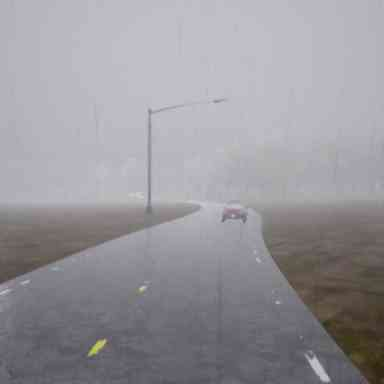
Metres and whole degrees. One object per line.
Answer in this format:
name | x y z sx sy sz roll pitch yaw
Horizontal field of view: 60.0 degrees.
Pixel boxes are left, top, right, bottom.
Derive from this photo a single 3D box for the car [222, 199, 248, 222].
car | 3.459 1.577 26.510 1.812 1.442 4.674 0 0 12
